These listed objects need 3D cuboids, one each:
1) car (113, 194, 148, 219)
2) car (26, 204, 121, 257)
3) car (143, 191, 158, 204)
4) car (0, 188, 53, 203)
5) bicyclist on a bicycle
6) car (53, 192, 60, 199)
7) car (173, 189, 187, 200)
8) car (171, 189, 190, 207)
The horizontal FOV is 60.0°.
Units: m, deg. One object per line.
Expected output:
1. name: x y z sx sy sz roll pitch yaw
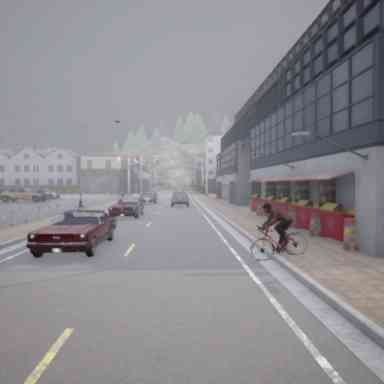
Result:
1. car: -4.422 1.075 22.872 1.895 1.301 4.718 0 1 -2
2. car: -4.003 1.332 11.838 1.895 1.301 4.718 0 1 -2
3. car: -4.928 0.620 38.416 2.128 1.511 4.902 0 1 -2
4. car: -19.082 0.335 37.822 5.027 1.636 2.152 0 1 -2
5. bicyclist on a bicycle: 2.411 1.118 9.481 1.656 1.620 0.582 -9 2 -2
6. car: -19.652 0.265 44.222 3.806 1.475 1.970 0 1 -2
7. car: -1.755 0.374 48.193 1.837 1.490 4.892 0 0 -2
8. car: -1.220 0.739 34.541 2.033 1.411 5.357 0 1 -2
